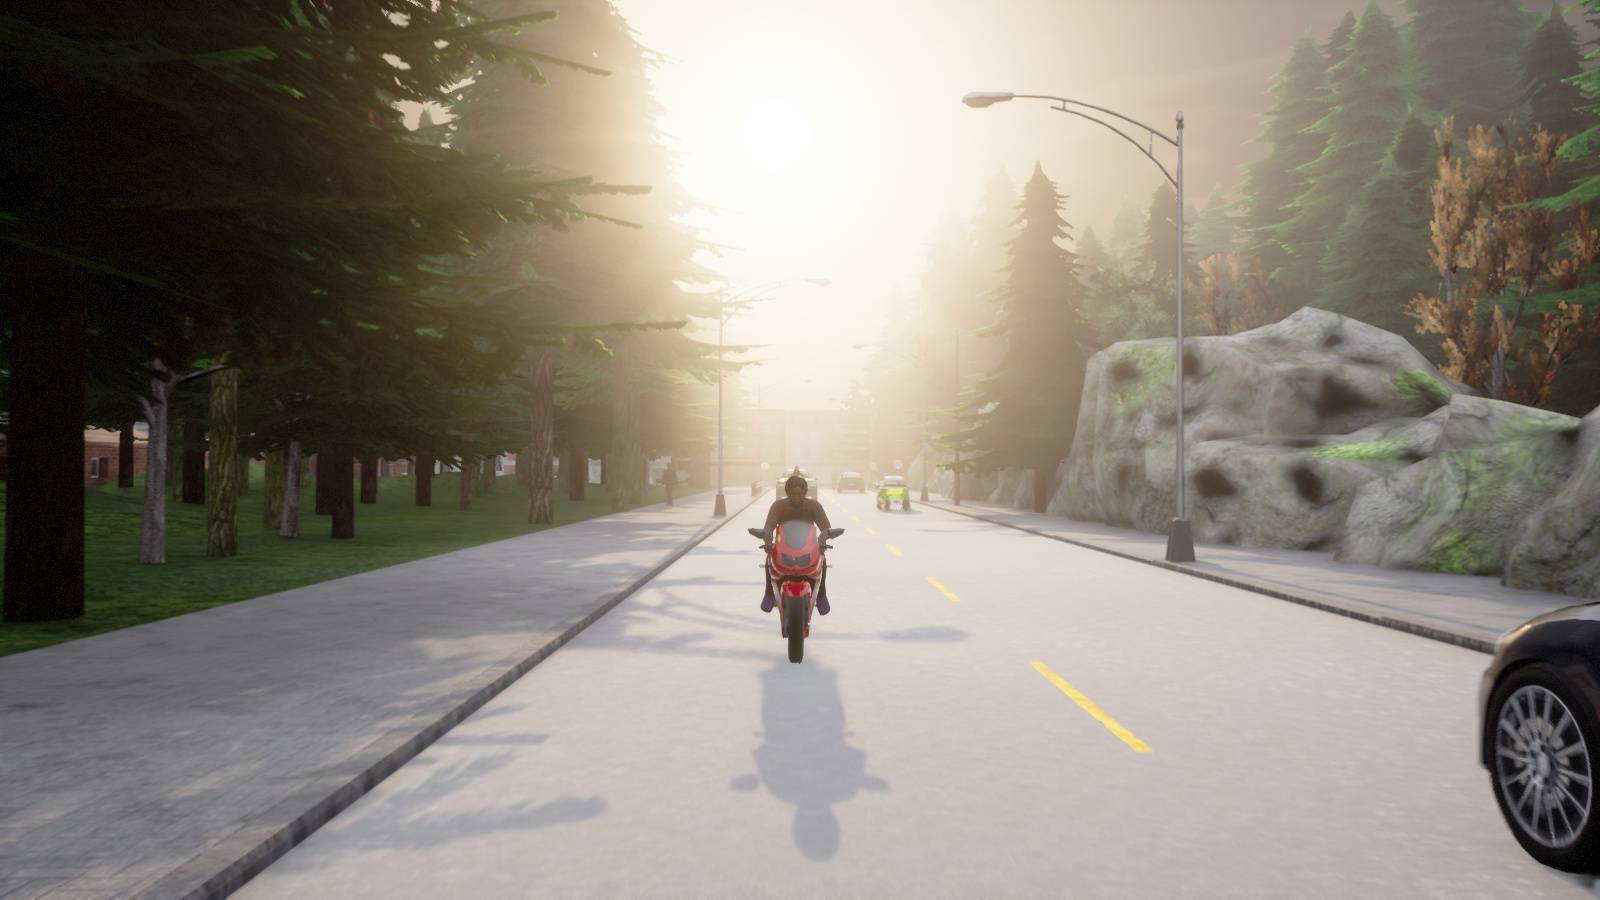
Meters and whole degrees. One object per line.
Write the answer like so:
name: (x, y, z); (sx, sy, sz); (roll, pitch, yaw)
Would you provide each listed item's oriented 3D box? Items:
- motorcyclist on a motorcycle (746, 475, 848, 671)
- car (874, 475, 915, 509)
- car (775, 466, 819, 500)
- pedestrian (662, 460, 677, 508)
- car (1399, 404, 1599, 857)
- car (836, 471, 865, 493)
motorcyclist on a motorcycle: (-0.026, 0.978, 10.843); (0.797, 1.523, 2.044); (0, -1, 0)
car: (3.878, 1.720, 51.710); (1.481, 1.376, 2.207); (0, -1, 0)
car: (-0.152, 1.664, 63.892); (2.152, 1.651, 5.027); (0, -1, 0)
pedestrian: (-5.355, 1.409, 51.561); (0.423, 1.949, 0.788); (0, -1, 10)
car: (3.991, 0.637, 3.572); (2.152, 1.651, 5.027); (0, -1, 0)
car: (3.716, 2.327, 92.583); (1.882, 1.535, 5.008); (0, -1, 0)
